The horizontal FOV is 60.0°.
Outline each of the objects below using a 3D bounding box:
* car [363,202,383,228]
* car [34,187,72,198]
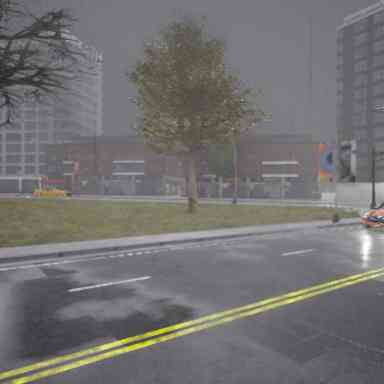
[{"bbox_3d":[12.566,1.359,20.573,4.553,1.767,2.097,0,0,-35],"label":"car"},{"bbox_3d":[-18.201,0.105,43.691,5.008,1.535,1.882,1,0,11],"label":"car"}]
